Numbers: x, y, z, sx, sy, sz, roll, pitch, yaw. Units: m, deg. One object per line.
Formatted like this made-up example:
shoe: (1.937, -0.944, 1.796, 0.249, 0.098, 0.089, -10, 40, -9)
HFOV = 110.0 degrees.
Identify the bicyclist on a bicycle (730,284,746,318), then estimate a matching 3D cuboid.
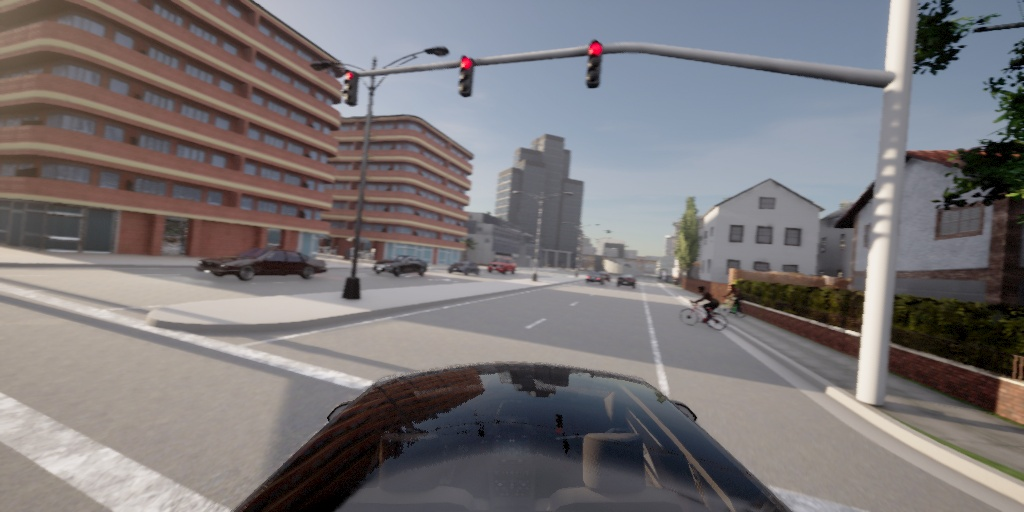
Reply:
bicyclist on a bicycle: (10.866, 2.217, 17.565, 1.656, 1.620, 0.582, 7, -1, -15)

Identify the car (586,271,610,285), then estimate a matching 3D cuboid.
car: (9.931, 2.587, 42.438, 2.033, 1.411, 5.357, 5, -1, 20)

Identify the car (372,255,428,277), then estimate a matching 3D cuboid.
car: (-8.040, 0.679, 26.288, 2.128, 1.511, 4.902, 5, -1, 20)

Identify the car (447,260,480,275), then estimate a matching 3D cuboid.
car: (-4.732, 1.147, 35.718, 1.994, 1.385, 4.181, 5, -1, 19)

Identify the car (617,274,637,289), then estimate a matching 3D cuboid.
car: (13.029, 2.798, 40.737, 1.882, 1.535, 5.008, 5, -1, 20)

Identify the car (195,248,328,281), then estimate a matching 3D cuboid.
car: (-11.346, 0.340, 16.908, 2.033, 1.411, 5.357, 5, -1, 20)

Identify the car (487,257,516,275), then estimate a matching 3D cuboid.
car: (-1.190, 1.224, 45.565, 2.150, 2.045, 5.566, 5, -1, 19)

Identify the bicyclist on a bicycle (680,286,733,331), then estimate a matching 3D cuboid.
bicyclist on a bicycle: (7.500, 2.018, 14.009, 1.656, 1.620, 0.582, 6, 0, 32)
